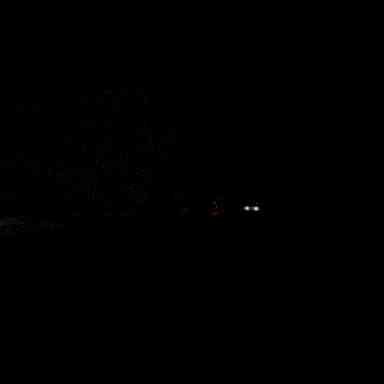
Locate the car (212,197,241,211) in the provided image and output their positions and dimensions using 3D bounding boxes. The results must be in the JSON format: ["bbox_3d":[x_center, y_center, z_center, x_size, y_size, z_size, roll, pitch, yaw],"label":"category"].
[{"bbox_3d":[4.188,1.439,40.050,1.837,1.490,4.892,1,-1,35],"label":"car"}]

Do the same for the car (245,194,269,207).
[{"bbox_3d":[10.988,1.419,55.654,2.150,2.045,5.566,1,-1,35],"label":"car"}]
